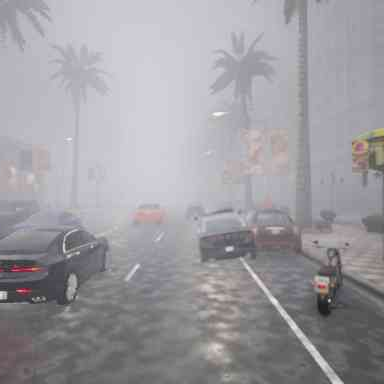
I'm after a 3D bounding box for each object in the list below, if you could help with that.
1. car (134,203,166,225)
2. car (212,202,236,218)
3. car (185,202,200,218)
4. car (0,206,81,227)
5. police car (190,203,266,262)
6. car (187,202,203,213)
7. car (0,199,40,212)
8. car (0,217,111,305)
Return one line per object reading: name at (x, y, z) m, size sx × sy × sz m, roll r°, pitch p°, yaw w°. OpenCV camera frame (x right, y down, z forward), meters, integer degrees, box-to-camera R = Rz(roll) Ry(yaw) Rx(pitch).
car at (-3.285, 1.651, 26.903) m, size 2.097 × 1.767 × 4.553 m, roll 0°, pitch -1°, yaw 1°
car at (3.414, 1.916, 36.371) m, size 2.161 × 1.482 × 4.786 m, roll 0°, pitch -1°, yaw 0°
car at (0.360, 1.888, 34.738) m, size 1.837 × 1.490 × 4.892 m, roll 0°, pitch -1°, yaw 0°
car at (-7.076, 1.663, 16.620) m, size 1.882 × 1.535 × 5.008 m, roll 0°, pitch -1°, yaw 0°
police car at (1.108, 1.467, 12.804) m, size 1.930 × 1.638 × 5.238 m, roll -8°, pitch 2°, yaw 0°
car at (0.454, 2.046, 45.000) m, size 2.033 × 1.411 × 5.357 m, roll 0°, pitch -1°, yaw 0°
car at (-10.569, 1.433, 19.007) m, size 2.150 × 2.045 × 5.566 m, roll 0°, pitch -1°, yaw 0°
car at (-3.399, 1.598, 8.295) m, size 1.837 × 1.490 × 4.892 m, roll 0°, pitch -1°, yaw 0°
